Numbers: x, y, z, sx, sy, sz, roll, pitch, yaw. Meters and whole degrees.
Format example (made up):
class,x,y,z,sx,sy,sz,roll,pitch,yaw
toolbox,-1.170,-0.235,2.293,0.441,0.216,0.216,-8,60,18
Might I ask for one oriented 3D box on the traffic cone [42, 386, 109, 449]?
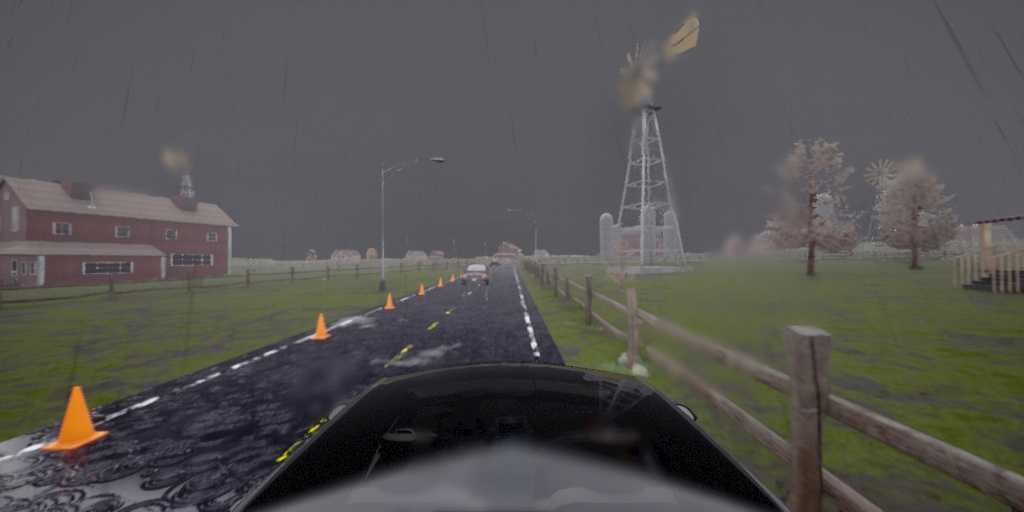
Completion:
class,x,y,z,sx,sy,sz,roll,pitch,yaw
traffic cone,-4.723,1.714,3.893,0.340,0.580,0.340,0,0,0

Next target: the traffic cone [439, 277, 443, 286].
class,x,y,z,sx,sy,sz,roll,pitch,yaw
traffic cone,-4.755,1.723,23.895,0.340,0.580,0.340,0,0,0

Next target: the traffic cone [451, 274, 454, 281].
class,x,y,z,sx,sy,sz,roll,pitch,yaw
traffic cone,-4.763,1.726,28.896,0.340,0.580,0.340,0,0,0

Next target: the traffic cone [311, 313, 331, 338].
class,x,y,z,sx,sy,sz,roll,pitch,yaw
traffic cone,-4.731,1.716,8.894,0.340,0.580,0.340,0,0,0

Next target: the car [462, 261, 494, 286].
class,x,y,z,sx,sy,sz,roll,pitch,yaw
car,-2.485,1.290,25.890,1.812,1.442,4.674,0,0,0

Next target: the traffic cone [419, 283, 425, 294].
class,x,y,z,sx,sy,sz,roll,pitch,yaw
traffic cone,-4.747,1.720,18.895,0.340,0.580,0.340,0,0,0

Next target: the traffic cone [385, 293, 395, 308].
class,x,y,z,sx,sy,sz,roll,pitch,yaw
traffic cone,-4.739,1.718,13.894,0.340,0.580,0.340,0,0,0

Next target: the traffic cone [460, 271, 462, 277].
class,x,y,z,sx,sy,sz,roll,pitch,yaw
traffic cone,-4.771,1.730,33.895,0.340,0.580,0.340,0,0,0
